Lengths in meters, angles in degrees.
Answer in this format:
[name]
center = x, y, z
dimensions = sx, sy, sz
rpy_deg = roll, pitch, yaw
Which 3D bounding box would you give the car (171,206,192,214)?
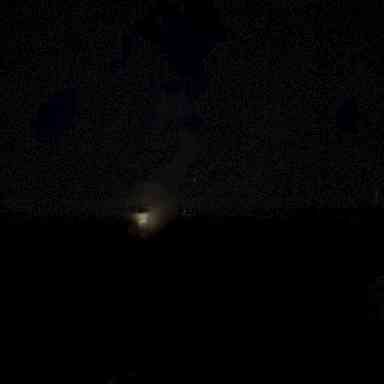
[car]
center = -1.947, 3.190, 59.520
dimensions = 1.837, 1.490, 4.892
rpy_deg = 1, -3, -35
